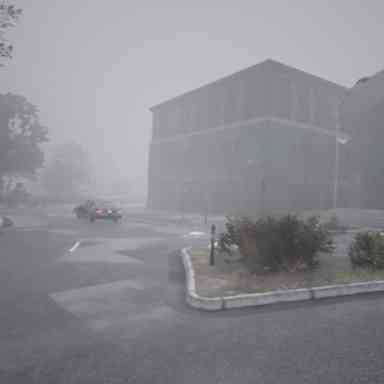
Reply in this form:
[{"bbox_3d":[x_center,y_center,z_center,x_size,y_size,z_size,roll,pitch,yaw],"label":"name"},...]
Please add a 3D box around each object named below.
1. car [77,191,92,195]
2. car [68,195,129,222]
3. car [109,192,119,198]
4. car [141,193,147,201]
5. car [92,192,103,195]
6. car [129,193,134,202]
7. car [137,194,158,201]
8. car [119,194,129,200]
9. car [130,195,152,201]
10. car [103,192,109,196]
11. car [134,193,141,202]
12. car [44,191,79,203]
[{"bbox_3d":[-21.434,0.887,59.239,5.566,2.045,2.435,2,0,1],"label":"car"},{"bbox_3d":[-6.413,1.196,22.378,2.033,1.411,5.357,2,0,-34],"label":"car"},{"bbox_3d":[-18.316,1.308,67.524,5.366,1.575,1.946,1,0,2],"label":"car"},{"bbox_3d":[-13.611,1.186,78.523,5.566,2.045,2.435,1,1,3],"label":"car"},{"bbox_3d":[-20.291,0.950,62.015,5.566,2.045,2.435,2,-1,1],"label":"car"},{"bbox_3d":[-15.847,1.271,73.036,4.553,1.767,2.185,1,0,2],"label":"car"},{"bbox_3d":[-11.244,1.439,83.993,5.008,1.535,2.097,1,1,3],"label":"car"},{"bbox_3d":[-16.975,1.110,70.291,5.566,2.045,2.435,1,-1,2],"label":"car"},{"bbox_3d":[-12.430,1.444,81.270,4.892,1.521,2.231,1,0,3],"label":"car"},{"bbox_3d":[-19.261,1.134,64.772,4.553,1.767,2.185,2,-1,2],"label":"car"},{"bbox_3d":[-14.770,1.451,75.782,4.792,1.488,2.163,1,0,2],"label":"car"},{"bbox_3d":[-22.482,1.080,56.465,4.892,1.521,2.231,2,0,1],"label":"car"}]
